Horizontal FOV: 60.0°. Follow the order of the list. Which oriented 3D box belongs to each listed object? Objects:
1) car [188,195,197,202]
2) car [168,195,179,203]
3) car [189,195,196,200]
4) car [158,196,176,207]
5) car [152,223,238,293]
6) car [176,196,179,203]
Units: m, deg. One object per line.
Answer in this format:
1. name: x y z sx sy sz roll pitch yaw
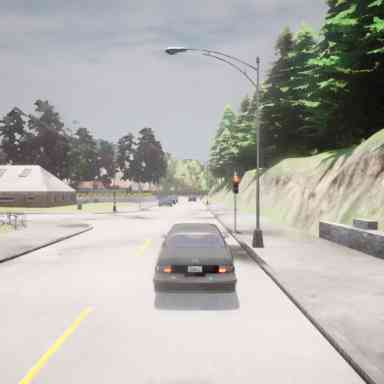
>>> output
1. car: 0.119 1.515 75.728 2.128 1.511 4.902 0 0 0
2. car: -3.888 1.525 71.193 2.128 1.511 4.902 0 0 0
3. car: 0.135 1.407 86.088 1.812 1.442 4.674 0 0 0
4. car: -4.015 1.564 51.098 1.994 1.385 4.181 0 0 0
5. car: 0.073 1.547 8.975 2.033 1.411 5.357 0 0 0
6. car: -3.970 1.477 61.101 1.882 1.535 5.008 0 0 1
